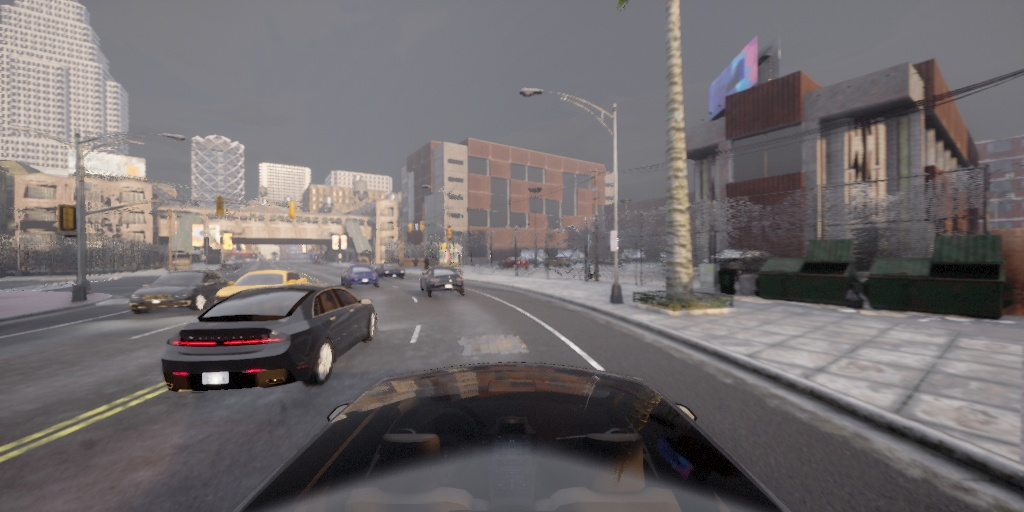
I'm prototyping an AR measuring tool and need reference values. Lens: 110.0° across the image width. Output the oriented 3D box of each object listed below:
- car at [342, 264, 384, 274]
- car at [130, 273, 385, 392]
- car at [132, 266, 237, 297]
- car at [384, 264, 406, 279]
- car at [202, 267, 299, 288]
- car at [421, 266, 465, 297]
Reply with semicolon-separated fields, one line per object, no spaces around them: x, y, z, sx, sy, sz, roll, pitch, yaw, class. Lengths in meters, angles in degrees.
-9.973;1.293;23.478;1.812;1.442;4.674;-1;0;-31;car
-4.005;1.276;6.886;1.837;1.490;4.892;0;0;-7;car
-13.141;1.346;14.562;1.837;1.490;4.892;-1;0;-22;car
-10.912;1.346;31.436;1.895;1.301;4.718;-1;0;-33;car
-9.159;1.276;13.520;1.882;1.535;5.008;-1;0;-18;car
-3.731;1.246;18.965;1.812;1.442;4.674;-1;0;-20;car
